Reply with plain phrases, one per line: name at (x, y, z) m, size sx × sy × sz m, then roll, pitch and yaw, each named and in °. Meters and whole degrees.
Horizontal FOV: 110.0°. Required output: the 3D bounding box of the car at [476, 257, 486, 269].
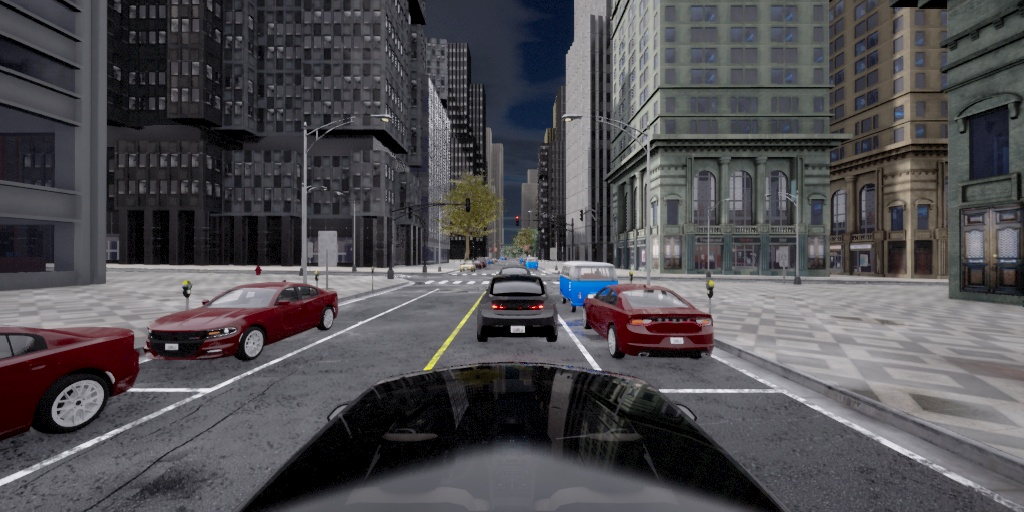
car at (-5.637, 1.326, 56.997) m, size 1.888 × 1.381 × 4.507 m, roll 0°, pitch 0°, yaw 0°

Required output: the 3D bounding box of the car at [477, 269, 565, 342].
car at (0.119, 1.256, 9.763) m, size 1.837 × 1.490 × 4.892 m, roll 0°, pitch 0°, yaw 0°

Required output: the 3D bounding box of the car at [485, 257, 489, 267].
car at (-5.625, 1.101, 62.286) m, size 2.192 × 1.841 × 5.009 m, roll 0°, pitch 0°, yaw 0°

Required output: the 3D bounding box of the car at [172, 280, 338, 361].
car at (-5.765, 1.296, 8.324) m, size 1.888 × 1.381 × 4.507 m, roll 0°, pitch 0°, yaw 0°

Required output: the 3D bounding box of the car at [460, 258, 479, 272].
car at (-5.668, 1.297, 46.247) m, size 1.751 × 1.417 × 4.829 m, roll 0°, pitch 0°, yaw 0°

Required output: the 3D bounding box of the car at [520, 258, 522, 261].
car at (2.901, 1.332, 62.621) m, size 1.888 × 1.381 × 4.507 m, roll 0°, pitch 0°, yaw 0°

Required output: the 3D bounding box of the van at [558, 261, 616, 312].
van at (2.804, 1.093, 13.811) m, size 1.690 × 1.789 × 3.998 m, roll 0°, pitch 0°, yaw 0°

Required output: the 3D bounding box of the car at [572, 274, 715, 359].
car at (2.790, 1.296, 8.286) m, size 1.888 × 1.381 × 4.507 m, roll 0°, pitch 0°, yaw 0°

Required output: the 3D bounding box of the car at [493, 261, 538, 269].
car at (0.135, 1.232, 18.939) m, size 1.882 × 1.535 × 5.008 m, roll 0°, pitch 0°, yaw 0°

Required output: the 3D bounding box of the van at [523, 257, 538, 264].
van at (2.876, 1.117, 51.795) m, size 1.690 × 1.789 × 3.998 m, roll 0°, pitch 0°, yaw 0°

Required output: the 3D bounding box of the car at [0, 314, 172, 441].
car at (-5.776, 1.295, 2.799) m, size 1.888 × 1.381 × 4.507 m, roll 0°, pitch 0°, yaw 0°

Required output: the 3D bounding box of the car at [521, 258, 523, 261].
car at (2.888, 1.347, 57.208) m, size 1.948 × 1.339 × 4.313 m, roll 0°, pitch 0°, yaw 0°
